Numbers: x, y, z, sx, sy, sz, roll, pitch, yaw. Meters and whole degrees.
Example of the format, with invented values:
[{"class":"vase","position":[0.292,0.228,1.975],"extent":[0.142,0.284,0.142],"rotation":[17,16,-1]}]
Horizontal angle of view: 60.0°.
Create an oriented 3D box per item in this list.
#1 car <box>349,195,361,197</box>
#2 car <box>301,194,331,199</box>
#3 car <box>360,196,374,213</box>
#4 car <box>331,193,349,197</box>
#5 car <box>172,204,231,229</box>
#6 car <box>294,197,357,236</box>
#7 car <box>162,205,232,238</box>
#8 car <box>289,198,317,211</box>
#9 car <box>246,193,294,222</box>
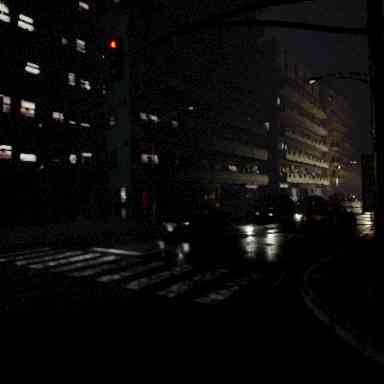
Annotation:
[{"class":"car","position":[30.071,1.218,63.136],"extent":[2.008,1.369,4.403],"rotation":[-2,-1,36]},{"class":"car","position":[12.300,1.198,34.250],"extent":[2.097,1.767,4.553],"rotation":[-2,-1,36]},{"class":"car","position":[16.883,1.240,30.710],"extent":[1.947,1.339,4.313],"rotation":[-2,0,36]},{"class":"car","position":[23.409,1.066,53.970],"extent":[2.192,1.841,5.009],"rotation":[-2,-1,36]},{"class":"car","position":[0.768,1.597,22.926],"extent":[1.887,1.381,4.507],"rotation":[-2,0,36]},{"class":"car","position":[6.989,1.244,16.897],"extent":[1.967,1.590,4.097],"rotation":[-2,0,36]},{"class":"car","position":[0.386,1.498,17.853],"extent":[2.128,1.511,4.902],"rotation":[-2,-1,36]},{"class":"car","position":[13.433,1.447,40.217],"extent":[1.947,1.339,4.313],"rotation":[-2,0,36]},{"class":"car","position":[6.233,1.148,25.928],"extent":[2.150,2.045,5.566],"rotation":[-2,-1,35]}]
